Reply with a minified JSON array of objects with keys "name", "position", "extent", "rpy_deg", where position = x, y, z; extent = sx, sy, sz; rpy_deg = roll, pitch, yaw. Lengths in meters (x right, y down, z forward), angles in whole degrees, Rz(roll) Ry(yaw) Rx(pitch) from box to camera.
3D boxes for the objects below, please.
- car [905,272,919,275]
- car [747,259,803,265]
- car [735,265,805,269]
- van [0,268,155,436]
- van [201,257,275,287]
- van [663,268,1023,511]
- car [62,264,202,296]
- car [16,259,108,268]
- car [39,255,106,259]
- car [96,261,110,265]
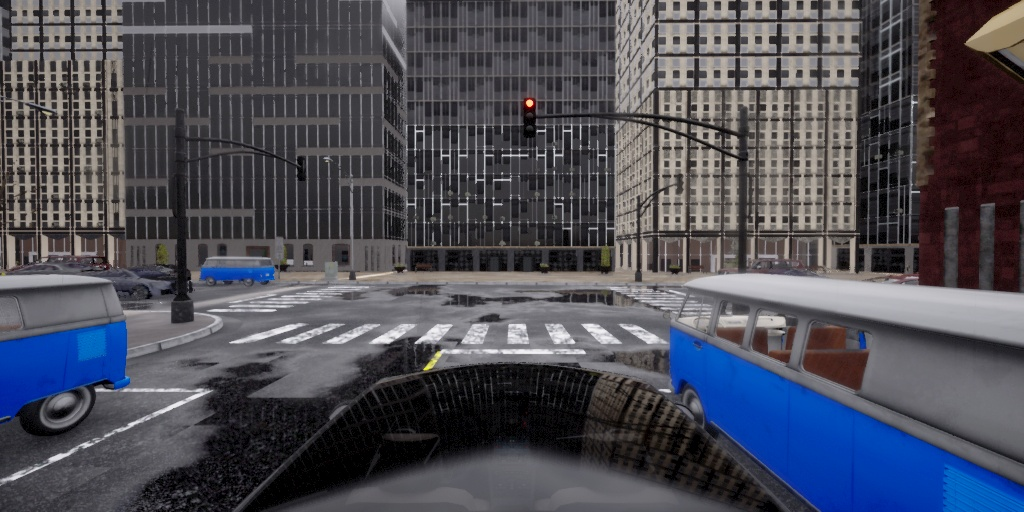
[{"name":"car","position":[15.216,1.437,13.703],"extent":[4.507,1.381,1.888],"rpy_deg":[0,0,1]},{"name":"car","position":[15.292,1.089,22.082],"extent":[5.009,1.841,2.192],"rpy_deg":[0,0,1]},{"name":"car","position":[14.850,1.371,19.486],"extent":[4.181,1.385,1.994],"rpy_deg":[0,1,1]},{"name":"van","position":[-5.690,1.090,2.836],"extent":[1.690,1.789,3.998],"rpy_deg":[0,0,0]},{"name":"van","position":[-17.096,0.951,22.373],"extent":[3.998,1.789,1.690],"rpy_deg":[0,0,1]},{"name":"van","position":[2.691,1.090,2.782],"extent":[1.690,1.789,3.998],"rpy_deg":[0,0,0]},{"name":"car","position":[-17.380,1.254,16.574],"extent":[4.181,1.385,1.994],"rpy_deg":[0,1,1]},{"name":"car","position":[-25.390,1.100,19.846],"extent":[4.902,1.511,2.128],"rpy_deg":[0,1,1]},{"name":"car","position":[-28.141,0.874,22.473],"extent":[5.009,1.841,2.192],"rpy_deg":[0,0,1]},{"name":"car","position":[-22.618,1.150,22.423],"extent":[4.313,1.339,1.948],"rpy_deg":[0,0,1]}]
